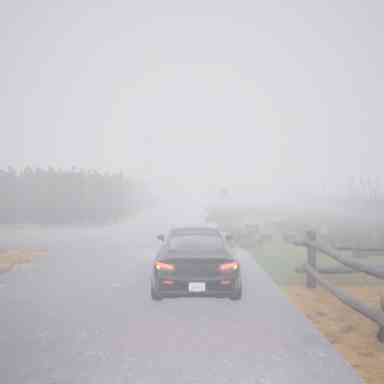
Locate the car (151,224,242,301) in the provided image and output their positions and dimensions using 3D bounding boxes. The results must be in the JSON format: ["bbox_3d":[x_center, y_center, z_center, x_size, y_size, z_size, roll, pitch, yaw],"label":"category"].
[{"bbox_3d":[0.084,1.515,8.194,1.812,1.442,4.674,0,0,0],"label":"car"}]
